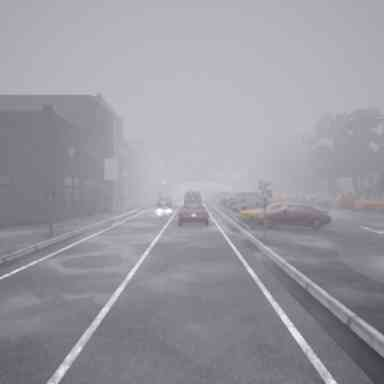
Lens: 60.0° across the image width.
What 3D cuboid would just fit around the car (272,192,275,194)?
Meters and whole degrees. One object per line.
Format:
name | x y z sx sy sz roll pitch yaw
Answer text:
car | 19.294 1.025 67.469 4.674 1.452 2.002 0 1 0

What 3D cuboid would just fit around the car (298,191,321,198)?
car | 19.263 1.016 50.758 4.553 1.767 2.185 0 1 0

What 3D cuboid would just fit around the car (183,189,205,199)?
car | 0.096 0.915 41.765 2.150 2.045 5.566 0 0 0

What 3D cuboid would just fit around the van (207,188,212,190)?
van | 6.378 0.616 81.405 4.442 1.987 1.878 0 1 0

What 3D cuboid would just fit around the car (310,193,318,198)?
car | 19.182 1.220 45.191 4.792 1.488 2.163 0 1 0

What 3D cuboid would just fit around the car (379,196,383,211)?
car | 19.184 1.206 28.605 4.553 1.767 2.185 0 0 0

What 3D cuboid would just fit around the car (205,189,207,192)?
car | 6.250 0.655 87.098 4.553 1.767 2.185 0 1 0

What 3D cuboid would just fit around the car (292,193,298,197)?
car | 19.248 1.119 53.545 4.892 1.521 2.231 0 1 0

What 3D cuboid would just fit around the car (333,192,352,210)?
car | 19.211 1.010 36.958 5.566 2.045 2.435 0 0 0

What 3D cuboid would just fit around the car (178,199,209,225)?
car | 0.102 1.410 22.756 1.994 1.385 4.181 0 0 0

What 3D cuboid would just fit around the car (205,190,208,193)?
car | 6.257 0.871 78.625 5.008 1.535 2.097 0 1 0

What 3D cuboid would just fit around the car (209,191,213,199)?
car | 6.163 1.070 61.925 4.792 1.488 2.163 0 1 0

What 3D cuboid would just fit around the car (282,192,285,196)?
car | 19.266 1.065 59.115 5.008 1.535 2.097 0 1 0

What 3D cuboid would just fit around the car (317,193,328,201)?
car | 19.207 1.215 42.404 5.008 1.535 2.097 0 1 0

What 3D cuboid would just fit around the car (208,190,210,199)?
car | 6.180 0.860 67.491 4.553 1.767 2.185 0 1 0

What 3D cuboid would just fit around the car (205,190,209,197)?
car | 6.036 0.955 70.275 5.366 1.575 1.946 0 1 0

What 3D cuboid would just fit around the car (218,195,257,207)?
car | 6.126 1.193 45.226 4.892 1.521 2.231 0 1 0

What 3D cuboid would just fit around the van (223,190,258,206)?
van | 5.986 1.036 36.999 4.442 1.987 1.878 0 0 0

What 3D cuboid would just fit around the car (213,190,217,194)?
car | 6.131 0.993 53.575 4.553 1.767 2.185 0 1 0

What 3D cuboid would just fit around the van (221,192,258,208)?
van | 6.005 0.990 42.441 4.442 1.987 1.878 0 0 0

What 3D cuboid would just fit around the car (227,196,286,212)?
car | 6.053 1.340 31.310 4.792 1.488 2.163 0 0 0

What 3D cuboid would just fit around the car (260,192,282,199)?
car | 19.347 0.841 81.393 5.008 1.535 2.097 0 1 0

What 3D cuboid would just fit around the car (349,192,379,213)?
car | 19.141 1.160 34.050 4.553 1.767 2.185 0 0 0

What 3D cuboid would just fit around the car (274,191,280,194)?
car | 19.276 1.012 64.684 5.008 1.535 2.097 0 1 0

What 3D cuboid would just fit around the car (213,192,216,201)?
car | 6.158 1.144 50.792 4.892 1.521 2.231 0 1 0

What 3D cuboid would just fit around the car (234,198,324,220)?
car | 5.867 1.378 22.961 5.366 1.575 1.946 0 0 0

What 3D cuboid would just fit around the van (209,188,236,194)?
van | 6.085 0.787 64.769 4.442 1.987 1.878 0 1 0

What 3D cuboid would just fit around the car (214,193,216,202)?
car | 6.327 1.164 48.008 5.366 1.575 1.946 0 1 0

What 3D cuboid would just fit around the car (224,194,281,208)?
car | 6.086 1.287 34.093 4.892 1.521 2.231 0 0 0

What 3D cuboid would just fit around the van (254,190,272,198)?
van | 19.255 0.525 89.745 4.442 1.987 1.878 0 1 0

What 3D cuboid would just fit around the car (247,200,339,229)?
car | 6.058 1.443 20.319 4.674 1.452 2.002 1 0 1

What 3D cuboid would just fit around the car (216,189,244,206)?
car | 6.084 0.988 39.657 5.566 2.045 2.435 0 0 0

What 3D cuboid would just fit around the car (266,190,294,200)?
car | 19.283 0.678 73.035 5.566 2.045 2.435 0 1 0

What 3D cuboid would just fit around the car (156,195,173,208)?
car | -3.339 1.193 41.244 2.128 1.511 4.902 0 0 0

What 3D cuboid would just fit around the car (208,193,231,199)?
car | 6.236 0.901 75.842 5.008 1.535 2.097 0 1 0

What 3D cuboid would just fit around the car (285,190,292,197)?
car | 19.224 0.840 56.326 5.566 2.045 2.435 0 1 0

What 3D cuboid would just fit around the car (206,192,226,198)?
car | 6.477 0.748 89.757 5.366 1.575 1.946 0 1 0

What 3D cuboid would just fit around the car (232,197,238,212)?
car | 6.075 1.374 28.527 4.674 1.452 2.002 0 0 0

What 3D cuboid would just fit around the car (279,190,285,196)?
car | 19.240 0.914 61.899 4.553 1.767 2.185 0 1 0

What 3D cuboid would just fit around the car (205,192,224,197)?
car | 6.296 0.721 92.540 5.008 1.535 2.097 0 1 0

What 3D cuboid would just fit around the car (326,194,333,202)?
car | 19.378 1.234 39.744 5.366 1.575 1.946 0 0 0
